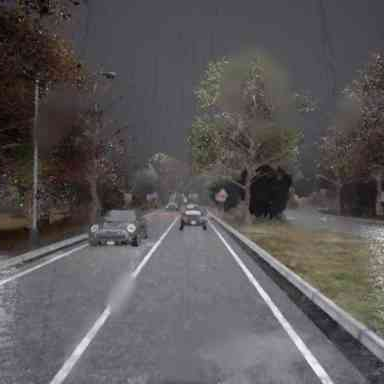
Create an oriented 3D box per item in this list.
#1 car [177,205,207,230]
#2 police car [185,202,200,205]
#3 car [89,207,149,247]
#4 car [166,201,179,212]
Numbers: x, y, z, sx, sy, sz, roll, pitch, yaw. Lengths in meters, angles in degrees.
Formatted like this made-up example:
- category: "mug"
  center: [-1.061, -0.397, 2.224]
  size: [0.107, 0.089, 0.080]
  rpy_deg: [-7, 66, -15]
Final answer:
- category: "car"
  center: [0.092, 1.930, 24.537]
  size: [1.812, 1.442, 4.674]
  rpy_deg: [0, -1, 0]
- category: "police car"
  center: [0.087, 2.121, 42.412]
  size: [1.930, 1.638, 5.238]
  rpy_deg: [0, 4, 0]
- category: "car"
  center: [-3.356, 1.564, 15.997]
  size: [2.097, 1.767, 4.553]
  rpy_deg: [0, -1, 0]
- category: "car"
  center: [-3.267, 2.441, 56.845]
  size: [2.097, 1.767, 4.553]
  rpy_deg: [0, -1, 1]
